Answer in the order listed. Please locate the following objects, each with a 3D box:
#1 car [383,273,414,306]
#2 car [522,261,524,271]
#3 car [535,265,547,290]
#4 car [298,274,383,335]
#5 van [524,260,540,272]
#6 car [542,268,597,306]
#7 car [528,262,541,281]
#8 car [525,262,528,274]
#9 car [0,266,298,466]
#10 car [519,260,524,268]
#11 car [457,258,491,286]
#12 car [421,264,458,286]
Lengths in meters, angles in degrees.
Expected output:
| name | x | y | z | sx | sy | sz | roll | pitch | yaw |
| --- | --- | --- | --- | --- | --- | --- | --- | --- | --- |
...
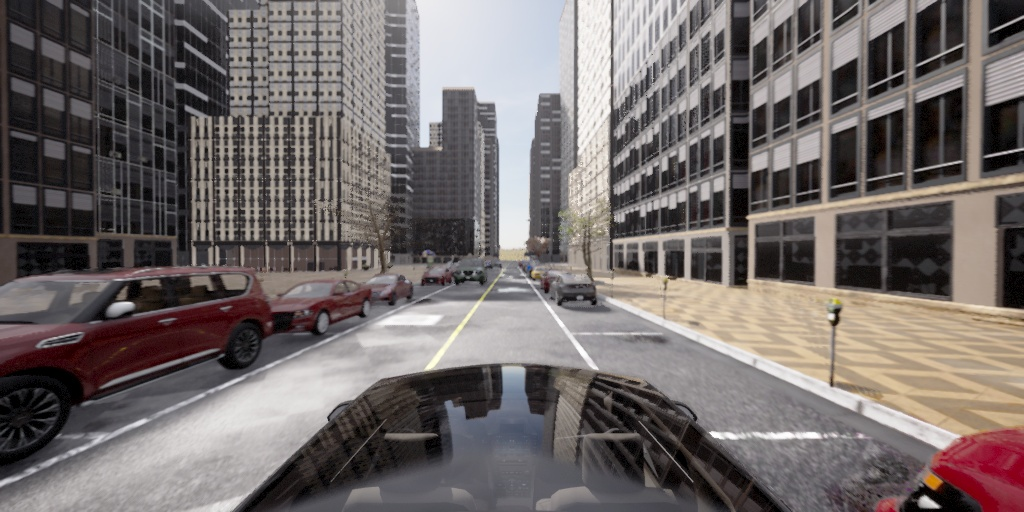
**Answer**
| name | x | y | z | sx | sy | sz | roll | pitch | yaw |
| --- | --- | --- | --- | --- | --- | --- | --- | --- | --- |
| car | -5.688 | 1.458 | 16.336 | 1.802 | 1.307 | 4.207 | 0 | 0 | 0 |
| car | 2.699 | 1.696 | 50.254 | 1.751 | 1.417 | 4.829 | 0 | 0 | 0 |
| car | 2.695 | 1.471 | 21.959 | 1.888 | 1.381 | 4.507 | 0 | 0 | 0 |
| car | -5.689 | 1.372 | 10.712 | 1.888 | 1.381 | 4.507 | 0 | 0 | 0 |
| van | 2.698 | 1.462 | 44.460 | 1.690 | 1.789 | 3.998 | 0 | 0 | 0 |
| car | 2.694 | 1.427 | 16.334 | 2.007 | 1.370 | 4.403 | 0 | 0 | 0 |
| car | 2.697 | 1.549 | 33.379 | 1.751 | 1.417 | 4.829 | 0 | 0 | 0 |
| car | 2.697 | 1.638 | 38.835 | 1.948 | 1.339 | 4.313 | 0 | 0 | 0 |
| car | -5.690 | 1.093 | 5.087 | 2.192 | 1.841 | 5.009 | 0 | 0 | 0 |
| car | 2.701 | 1.708 | 61.336 | 1.967 | 1.591 | 4.097 | 0 | 0 | 0 |
| car | -3.095 | 1.200 | 28.113 | 2.150 | 2.045 | 5.566 | 0 | 0 | 0 |
| car | -5.686 | 1.519 | 27.586 | 1.888 | 1.381 | 4.507 | 0 | 0 | 0 |
